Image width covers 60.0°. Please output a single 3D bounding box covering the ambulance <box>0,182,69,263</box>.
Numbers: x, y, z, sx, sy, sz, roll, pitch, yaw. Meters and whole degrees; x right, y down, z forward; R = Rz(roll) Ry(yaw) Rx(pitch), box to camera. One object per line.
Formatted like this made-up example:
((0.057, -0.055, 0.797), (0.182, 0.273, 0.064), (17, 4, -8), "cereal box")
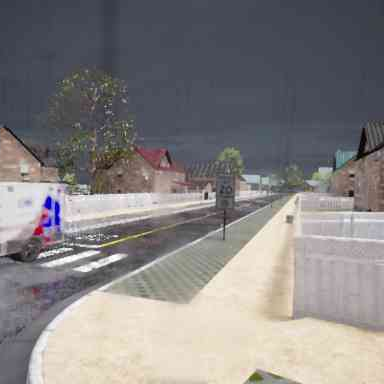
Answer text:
((-6.338, 0.931, 9.140), (2.351, 2.431, 6.366), (2, 2, 18), "ambulance")
